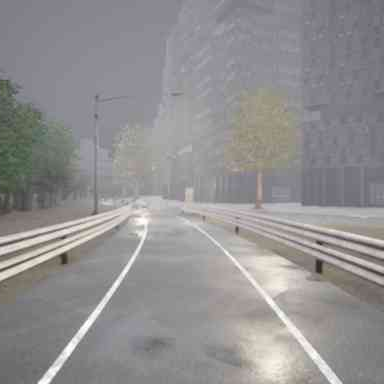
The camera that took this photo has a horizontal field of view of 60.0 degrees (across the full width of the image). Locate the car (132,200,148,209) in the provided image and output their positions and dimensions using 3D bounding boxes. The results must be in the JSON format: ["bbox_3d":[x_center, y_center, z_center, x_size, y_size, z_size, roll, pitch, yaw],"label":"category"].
[{"bbox_3d":[-8.404,1.953,53.989,1.812,1.442,4.674,0,0,-20],"label":"car"}]
